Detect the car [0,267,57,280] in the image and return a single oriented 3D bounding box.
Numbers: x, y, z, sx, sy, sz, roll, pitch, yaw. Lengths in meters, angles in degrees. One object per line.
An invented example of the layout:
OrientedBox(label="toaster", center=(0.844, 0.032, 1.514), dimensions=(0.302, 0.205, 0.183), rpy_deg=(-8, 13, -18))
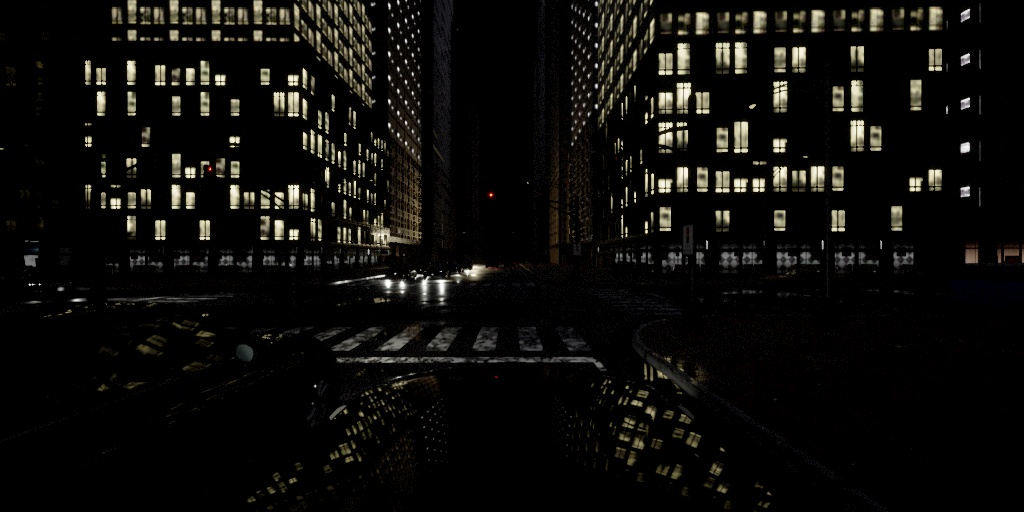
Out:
OrientedBox(label="car", center=(-23.089, 1.250, 16.389), dimensions=(4.902, 1.511, 2.128), rpy_deg=(0, 0, 0))

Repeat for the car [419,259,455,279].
OrientedBox(label="car", center=(-6.800, 1.305, 32.955), dimensions=(1.812, 1.442, 4.674), rpy_deg=(0, 0, 0))

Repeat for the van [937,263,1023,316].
OrientedBox(label="van", center=(18.288, 1.119, 12.779), dimensions=(3.998, 1.789, 1.690), rpy_deg=(0, 0, 2))

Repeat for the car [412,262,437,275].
OrientedBox(label="car", center=(-10.100, 1.361, 41.707), dimensions=(1.994, 1.385, 4.181), rpy_deg=(0, 0, 0))

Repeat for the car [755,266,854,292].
OrientedBox(label="car", center=(16.964, 1.293, 20.942), dimensions=(4.829, 1.417, 1.751), rpy_deg=(0, 0, 2))

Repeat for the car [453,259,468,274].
OrientedBox(label="car", center=(-6.864, 1.277, 42.828), dimensions=(1.882, 1.535, 5.008), rpy_deg=(0, 0, 0))

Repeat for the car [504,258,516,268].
OrientedBox(label="car", center=(-0.401, 1.426, 63.832), dimensions=(1.994, 1.385, 4.181), rpy_deg=(0, 0, 0))

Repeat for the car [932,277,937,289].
OrientedBox(label="car", center=(26.802, 1.357, 20.522), dimensions=(4.207, 1.307, 1.802), rpy_deg=(0, 0, 2))

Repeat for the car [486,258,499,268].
OrientedBox(label="car", center=(-3.545, 1.214, 63.651), dimensions=(2.097, 1.767, 4.553), rpy_deg=(0, 0, -1))

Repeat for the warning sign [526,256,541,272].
OrientedBox(label="warning sign", center=(2.598, 0.910, 40.836), dimensions=(1.300, 1.860, 1.060), rpy_deg=(0, 0, 0))

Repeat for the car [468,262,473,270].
OrientedBox(label="car", center=(-6.917, 1.390, 52.807), dimensions=(1.994, 1.385, 4.181), rpy_deg=(0, 0, 0))

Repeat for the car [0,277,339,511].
OrientedBox(label="car", center=(-3.155, 1.102, 2.560), dimensions=(2.097, 1.767, 4.553), rpy_deg=(0, 0, 0))

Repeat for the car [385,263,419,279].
OrientedBox(label="car", center=(-10.051, 1.343, 32.798), dimensions=(1.994, 1.385, 4.181), rpy_deg=(0, 0, 0))
